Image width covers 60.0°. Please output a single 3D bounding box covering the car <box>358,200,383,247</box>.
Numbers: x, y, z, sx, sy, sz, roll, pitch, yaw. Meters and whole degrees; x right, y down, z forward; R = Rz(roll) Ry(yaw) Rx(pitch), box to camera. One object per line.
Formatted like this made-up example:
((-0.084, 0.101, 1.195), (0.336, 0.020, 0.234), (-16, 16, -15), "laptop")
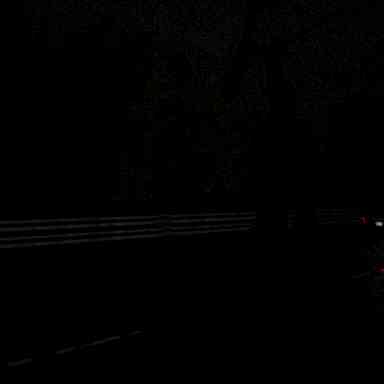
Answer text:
((9.628, 1.384, 14.687), (5.566, 2.045, 2.150), (1, 0, -34), "car")
